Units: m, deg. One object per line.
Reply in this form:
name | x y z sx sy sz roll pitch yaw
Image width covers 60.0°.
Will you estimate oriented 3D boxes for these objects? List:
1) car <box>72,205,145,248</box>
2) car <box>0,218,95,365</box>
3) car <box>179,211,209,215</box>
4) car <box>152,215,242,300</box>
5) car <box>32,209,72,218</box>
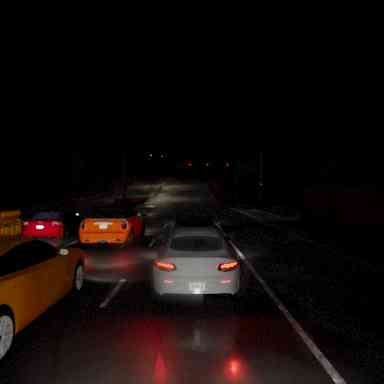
car | -3.406 1.352 14.922 2.097 1.767 4.553 0 0 0
car | -3.403 1.478 5.749 1.882 1.535 5.008 0 0 0
car | 0.094 1.601 17.162 1.895 1.301 4.718 0 0 0
car | 0.094 1.526 8.273 1.812 1.442 4.674 0 0 0
car | -6.906 1.564 17.118 1.994 1.385 4.181 0 0 0
